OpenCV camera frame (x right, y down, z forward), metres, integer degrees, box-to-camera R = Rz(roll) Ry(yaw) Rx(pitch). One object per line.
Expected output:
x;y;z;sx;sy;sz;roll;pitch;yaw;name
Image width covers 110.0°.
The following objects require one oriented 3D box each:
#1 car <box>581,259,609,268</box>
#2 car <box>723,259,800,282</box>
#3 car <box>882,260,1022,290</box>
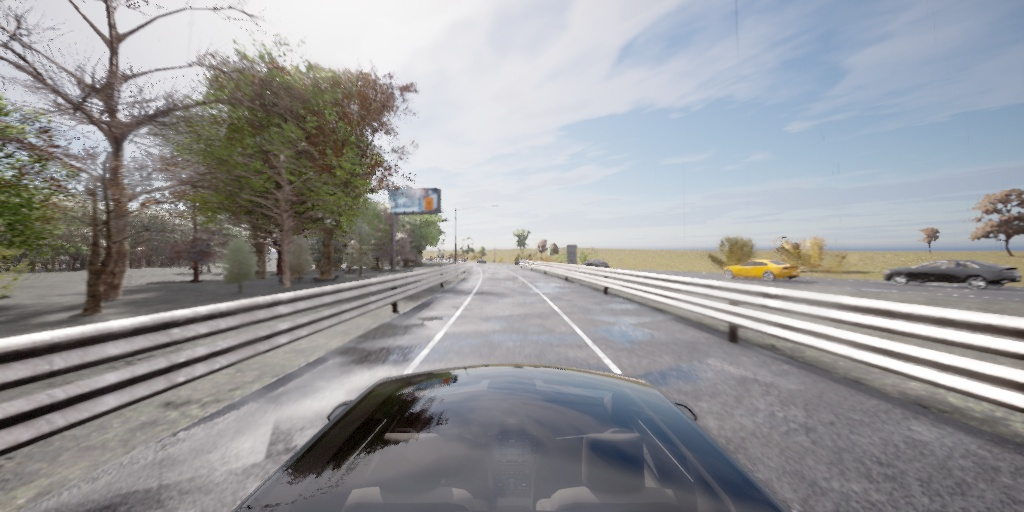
10.683;1.138;46.765;2.128;1.511;4.902;-1;0;-19;car
17.835;0.999;25.977;1.882;1.535;5.008;-1;0;-19;car
23.716;0.942;19.649;2.128;1.511;4.902;-1;0;-19;car
